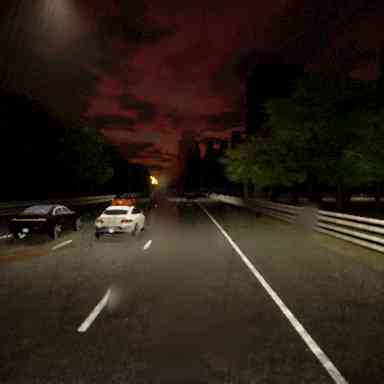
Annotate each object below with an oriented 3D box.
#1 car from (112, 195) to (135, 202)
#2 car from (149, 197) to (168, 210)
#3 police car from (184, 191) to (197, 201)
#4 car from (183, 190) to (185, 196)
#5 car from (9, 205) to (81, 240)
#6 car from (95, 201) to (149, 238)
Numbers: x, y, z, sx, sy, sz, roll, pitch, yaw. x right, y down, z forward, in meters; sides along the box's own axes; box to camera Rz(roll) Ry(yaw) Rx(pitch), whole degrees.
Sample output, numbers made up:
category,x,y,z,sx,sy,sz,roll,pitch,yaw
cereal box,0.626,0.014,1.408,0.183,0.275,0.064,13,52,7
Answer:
category,x,y,z,sx,sy,sz,roll,pitch,yaw
car,-7.225,1.087,35.550,2.097,1.767,4.553,0,0,-1
car,-3.762,1.249,36.938,1.812,1.442,4.674,0,0,-1
police car,-0.086,0.914,68.956,1.930,1.638,5.238,0,0,-2
car,-0.656,0.840,84.908,1.882,1.535,5.008,0,0,-2
car,-6.980,1.368,16.342,2.128,1.511,4.902,0,0,0
car,-3.482,1.400,16.595,1.812,1.442,4.674,0,0,0
